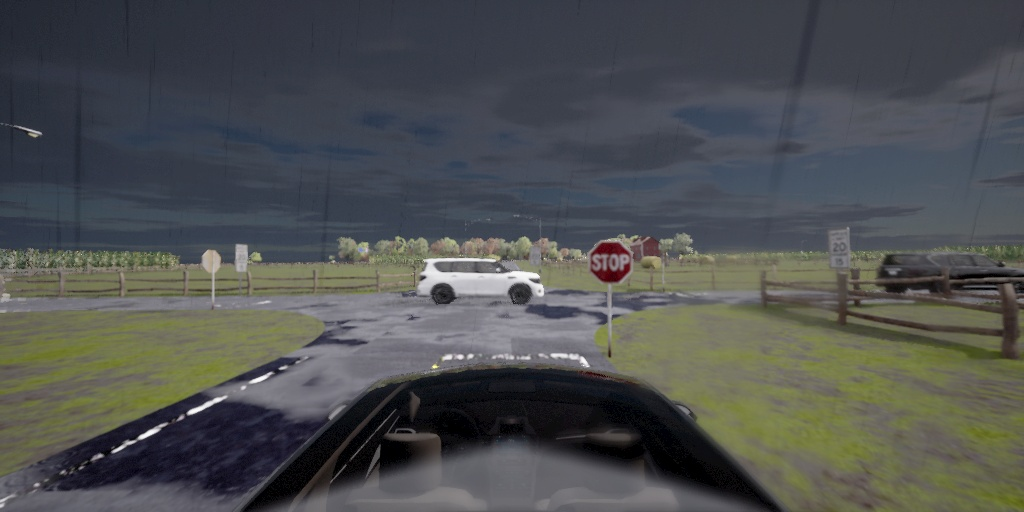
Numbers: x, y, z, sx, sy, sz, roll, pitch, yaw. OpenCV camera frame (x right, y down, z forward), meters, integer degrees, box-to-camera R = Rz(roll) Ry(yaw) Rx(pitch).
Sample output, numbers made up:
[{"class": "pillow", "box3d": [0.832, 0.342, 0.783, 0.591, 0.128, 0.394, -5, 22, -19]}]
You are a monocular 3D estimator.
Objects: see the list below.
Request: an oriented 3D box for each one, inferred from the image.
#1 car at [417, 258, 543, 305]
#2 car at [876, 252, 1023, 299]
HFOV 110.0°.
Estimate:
[{"class": "car", "box3d": [-1.403, 1.101, 16.145, 5.566, 2.045, 2.150, 0, 0, 0]}, {"class": "car", "box3d": [20.055, 0.858, 16.363, 5.566, 2.045, 2.150, 0, -1, -1]}]
